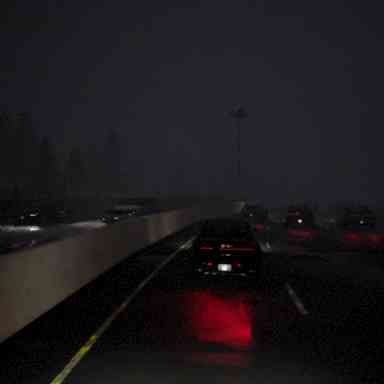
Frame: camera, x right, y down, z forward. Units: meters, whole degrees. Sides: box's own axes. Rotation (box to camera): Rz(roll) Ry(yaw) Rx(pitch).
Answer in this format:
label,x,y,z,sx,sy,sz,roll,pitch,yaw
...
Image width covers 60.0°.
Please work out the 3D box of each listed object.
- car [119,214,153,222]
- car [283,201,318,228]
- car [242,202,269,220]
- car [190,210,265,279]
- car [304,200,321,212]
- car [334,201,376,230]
label,x,y,z,sx,sy,sz,roll,pitch,yaw
car,-3.834,1.235,22.420,2.150,2.045,5.566,0,0,15
car,7.558,1.606,23.493,1.837,1.490,4.892,0,0,16
car,5.339,1.584,28.021,2.128,1.511,4.902,0,0,18
car,1.082,1.532,10.225,1.837,1.490,4.892,0,0,7
car,14.165,1.673,39.671,2.128,1.511,4.902,0,0,27
car,10.902,1.618,22.393,2.128,1.511,4.902,0,0,16
